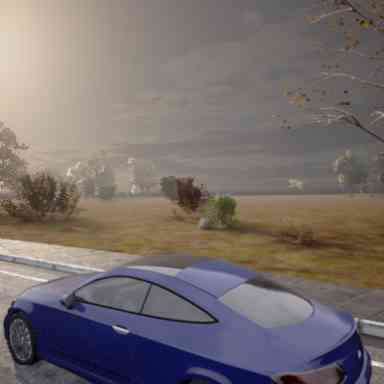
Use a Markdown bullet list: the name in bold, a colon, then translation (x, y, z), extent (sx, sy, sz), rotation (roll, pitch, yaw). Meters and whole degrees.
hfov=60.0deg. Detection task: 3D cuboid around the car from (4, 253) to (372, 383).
- **car**: translation (-0.427, 1.521, 4.128), extent (4.674, 1.442, 1.812), rotation (0, 0, 35)
